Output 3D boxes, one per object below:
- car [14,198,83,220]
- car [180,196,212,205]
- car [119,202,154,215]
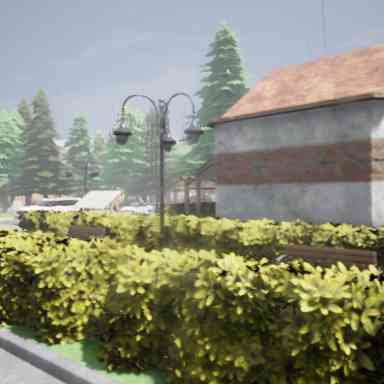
[{"bbox_3d":[-11.741,1.547,27.742,2.150,2.045,5.566,0,0,36],"label":"car"},{"bbox_3d":[0.562,1.544,44.163,2.150,2.045,5.566,0,0,40],"label":"car"},{"bbox_3d":[-5.996,1.851,35.676,1.812,1.442,4.674,0,0,37],"label":"car"}]
